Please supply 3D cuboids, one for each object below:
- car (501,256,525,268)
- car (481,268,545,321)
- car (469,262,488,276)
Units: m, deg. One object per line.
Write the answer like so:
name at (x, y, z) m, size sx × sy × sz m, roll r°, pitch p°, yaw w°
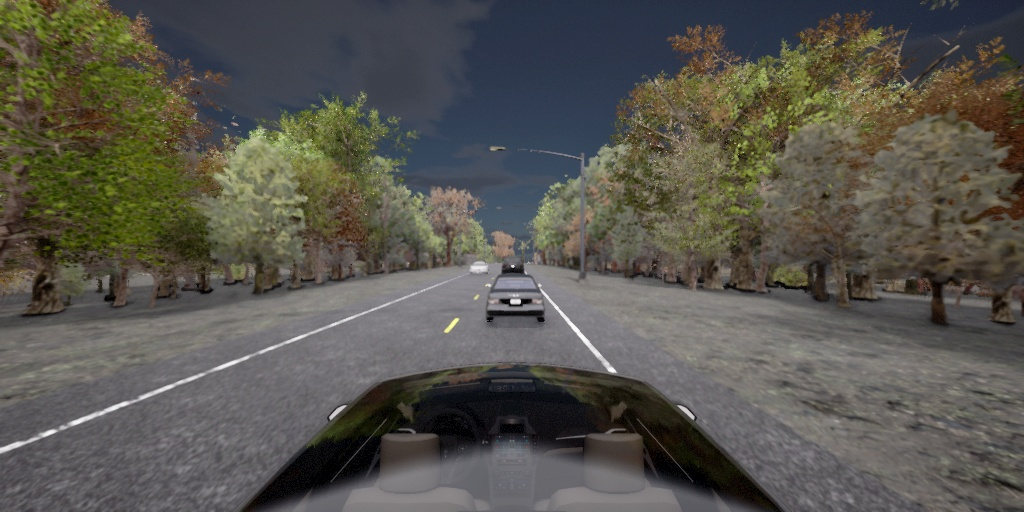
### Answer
car at (0.095, 1.058, 35.855) m, size 2.150 × 2.045 × 5.566 m, roll 0°, pitch 0°, yaw 0°
car at (0.098, 1.325, 12.531) m, size 2.033 × 1.411 × 5.357 m, roll 0°, pitch 0°, yaw 0°
car at (-3.598, 1.372, 39.687) m, size 1.812 × 1.442 × 4.674 m, roll 0°, pitch 0°, yaw 0°
